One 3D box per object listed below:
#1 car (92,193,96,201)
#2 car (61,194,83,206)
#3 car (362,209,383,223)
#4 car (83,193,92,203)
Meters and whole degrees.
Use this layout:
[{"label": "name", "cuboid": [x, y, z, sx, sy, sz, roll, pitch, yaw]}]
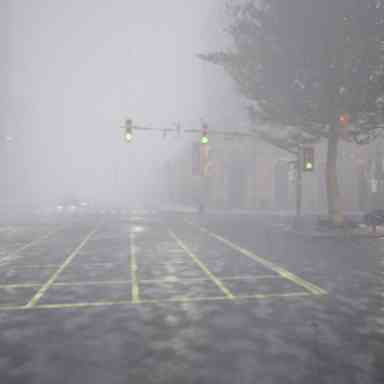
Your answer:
[{"label": "car", "cuboid": [-19.820, 0.867, 64.397, 1.882, 1.535, 5.008, 1, 0, -10]}, {"label": "car", "cuboid": [-16.320, 1.017, 44.763, 1.882, 1.535, 5.008, 1, 0, -11]}, {"label": "car", "cuboid": [15.138, 1.642, 24.013, 5.357, 1.411, 2.033, 1, 0, -11]}, {"label": "car", "cuboid": [-18.026, 0.993, 54.181, 1.812, 1.442, 4.674, 1, 0, -10]}]
